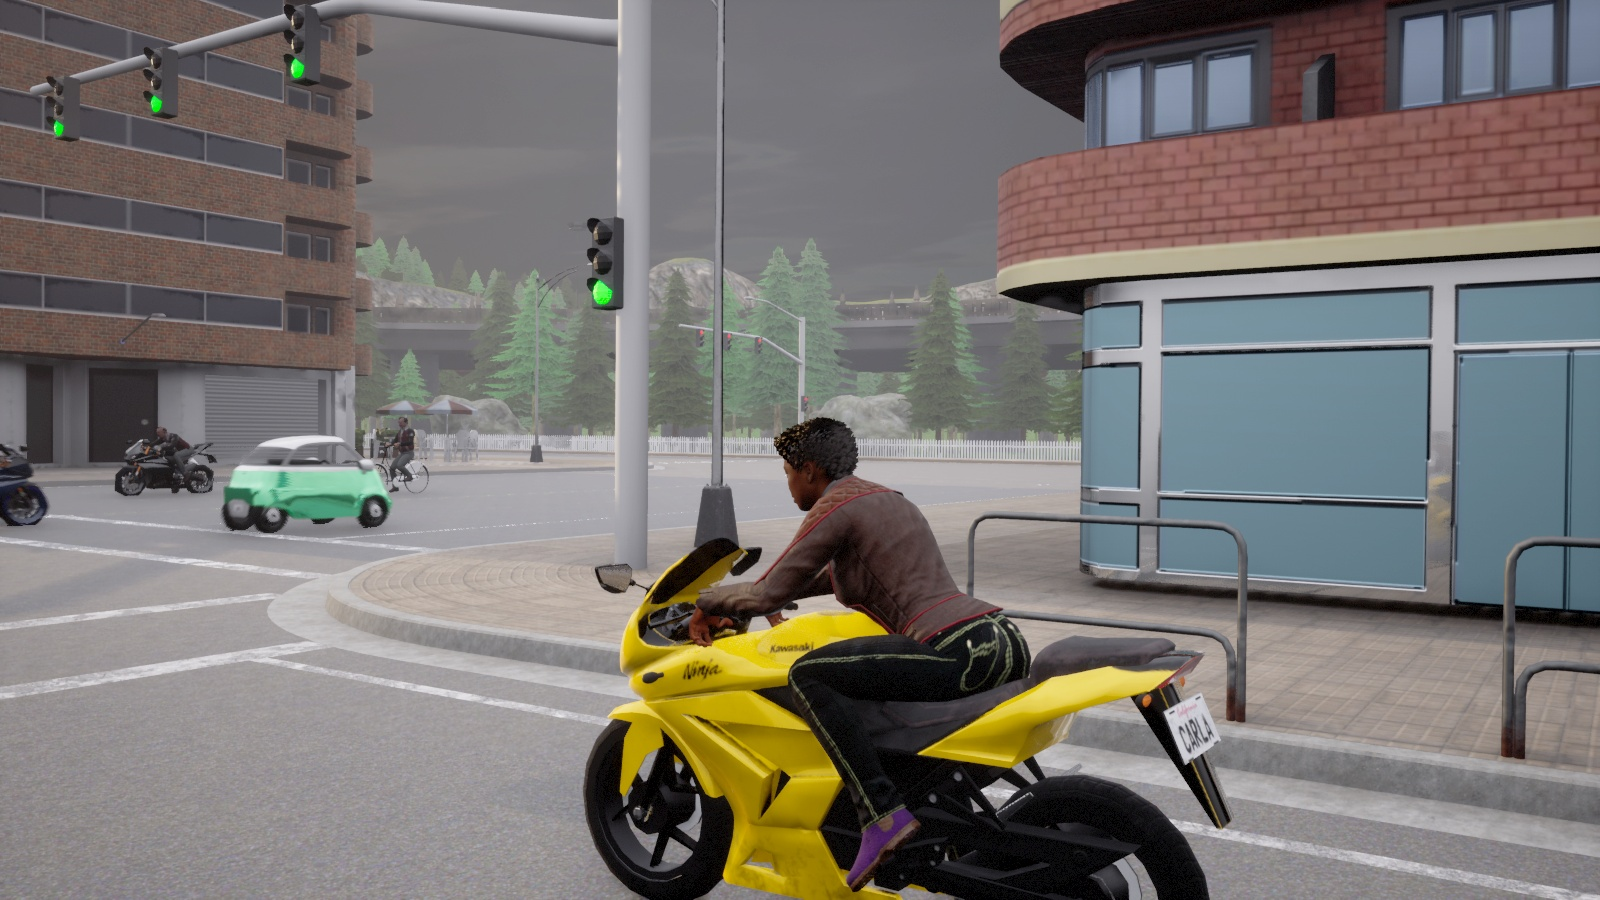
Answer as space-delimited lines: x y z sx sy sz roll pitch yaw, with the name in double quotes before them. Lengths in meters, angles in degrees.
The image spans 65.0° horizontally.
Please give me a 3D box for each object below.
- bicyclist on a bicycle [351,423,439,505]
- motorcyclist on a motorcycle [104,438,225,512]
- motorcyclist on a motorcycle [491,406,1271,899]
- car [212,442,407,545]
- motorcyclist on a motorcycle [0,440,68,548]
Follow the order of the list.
"bicyclist on a bicycle" -9.107 0.298 28.300 0.659 1.776 1.843 0 1 34
"motorcyclist on a motorcycle" -13.873 0.517 27.482 0.866 1.530 2.191 0 1 34
"motorcyclist on a motorcycle" 0.158 0.664 3.519 2.044 1.523 0.797 0 1 34
"car" -7.212 0.598 18.571 1.481 1.376 2.207 0 1 34
"motorcyclist on a motorcycle" -11.838 0.628 17.963 0.866 1.530 2.191 0 1 34
